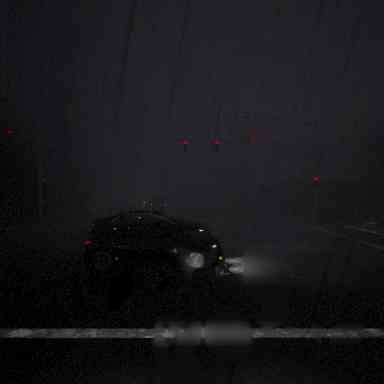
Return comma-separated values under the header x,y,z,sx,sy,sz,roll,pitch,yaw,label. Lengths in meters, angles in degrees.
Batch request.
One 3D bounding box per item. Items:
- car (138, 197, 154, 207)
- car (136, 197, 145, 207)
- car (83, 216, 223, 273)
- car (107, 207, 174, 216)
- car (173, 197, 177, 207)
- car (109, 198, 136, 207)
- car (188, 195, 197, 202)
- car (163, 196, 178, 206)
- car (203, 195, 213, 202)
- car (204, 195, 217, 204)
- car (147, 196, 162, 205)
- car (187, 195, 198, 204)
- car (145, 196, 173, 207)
x,y,z,sx,sy,sz,roll,pitch,yaw,label
-7.051,1.505,51.731,1.837,1.490,4.892,0,0,0,car
-7.061,1.478,42.245,1.882,1.535,5.008,0,0,0,car
-1.149,1.588,10.307,4.181,1.385,1.994,0,0,0,car
-1.704,1.518,13.805,4.902,1.511,2.128,0,0,0,car
-3.559,1.564,45.614,1.994,1.385,4.181,0,0,0,car
-7.069,1.526,32.951,1.812,1.442,4.674,0,0,0,car
0.057,1.413,73.933,1.994,1.385,4.181,0,0,0,car
-3.537,1.492,55.672,2.128,1.511,4.902,0,0,0,car
3.557,1.386,73.930,2.128,1.511,4.902,0,0,0,car
3.549,1.352,63.791,2.097,1.767,4.553,0,0,0,car
-7.015,1.491,62.250,2.128,1.511,4.902,0,0,0,car
0.049,1.505,63.823,1.837,1.490,4.892,0,0,0,car
-3.560,1.352,37.045,2.097,1.767,4.553,0,0,0,car
